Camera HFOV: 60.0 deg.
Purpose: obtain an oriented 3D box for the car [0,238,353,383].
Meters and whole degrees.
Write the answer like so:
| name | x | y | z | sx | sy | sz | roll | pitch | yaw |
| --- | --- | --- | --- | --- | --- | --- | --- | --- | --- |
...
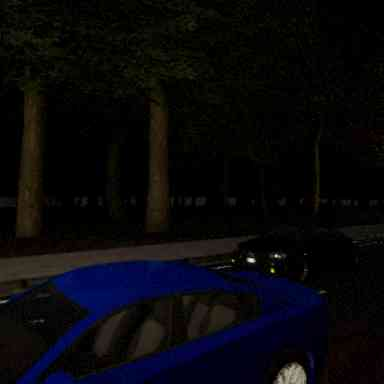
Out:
| name | x | y | z | sx | sy | sz | roll | pitch | yaw |
| --- | --- | --- | --- | --- | --- | --- | --- | --- | --- |
| car | -0.775 | 1.485 | 3.133 | 5.008 | 1.535 | 1.882 | 1 | 0 | -35 |

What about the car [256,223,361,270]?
| name | x | y | z | sx | sy | sz | roll | pitch | yaw |
| --- | --- | --- | --- | --- | --- | --- | --- | --- | --- |
| car | 3.179 | 1.638 | 9.912 | 4.181 | 1.385 | 1.994 | 1 | 0 | -35 |
